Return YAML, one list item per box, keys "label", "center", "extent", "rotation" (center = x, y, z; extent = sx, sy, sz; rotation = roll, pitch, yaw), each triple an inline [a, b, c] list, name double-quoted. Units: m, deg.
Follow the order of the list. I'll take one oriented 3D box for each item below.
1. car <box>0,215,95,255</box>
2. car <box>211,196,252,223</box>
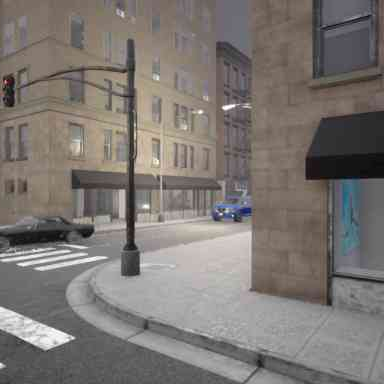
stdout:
- label: "car"
  center: [-6.611, 1.656, 13.875]
  extent: [1.895, 1.301, 4.718]
  rotation: [0, 0, 43]
- label: "car"
  center: [3.800, 1.381, 27.742]
  extent: [2.150, 2.045, 5.566]
  rotation: [0, 0, 35]
